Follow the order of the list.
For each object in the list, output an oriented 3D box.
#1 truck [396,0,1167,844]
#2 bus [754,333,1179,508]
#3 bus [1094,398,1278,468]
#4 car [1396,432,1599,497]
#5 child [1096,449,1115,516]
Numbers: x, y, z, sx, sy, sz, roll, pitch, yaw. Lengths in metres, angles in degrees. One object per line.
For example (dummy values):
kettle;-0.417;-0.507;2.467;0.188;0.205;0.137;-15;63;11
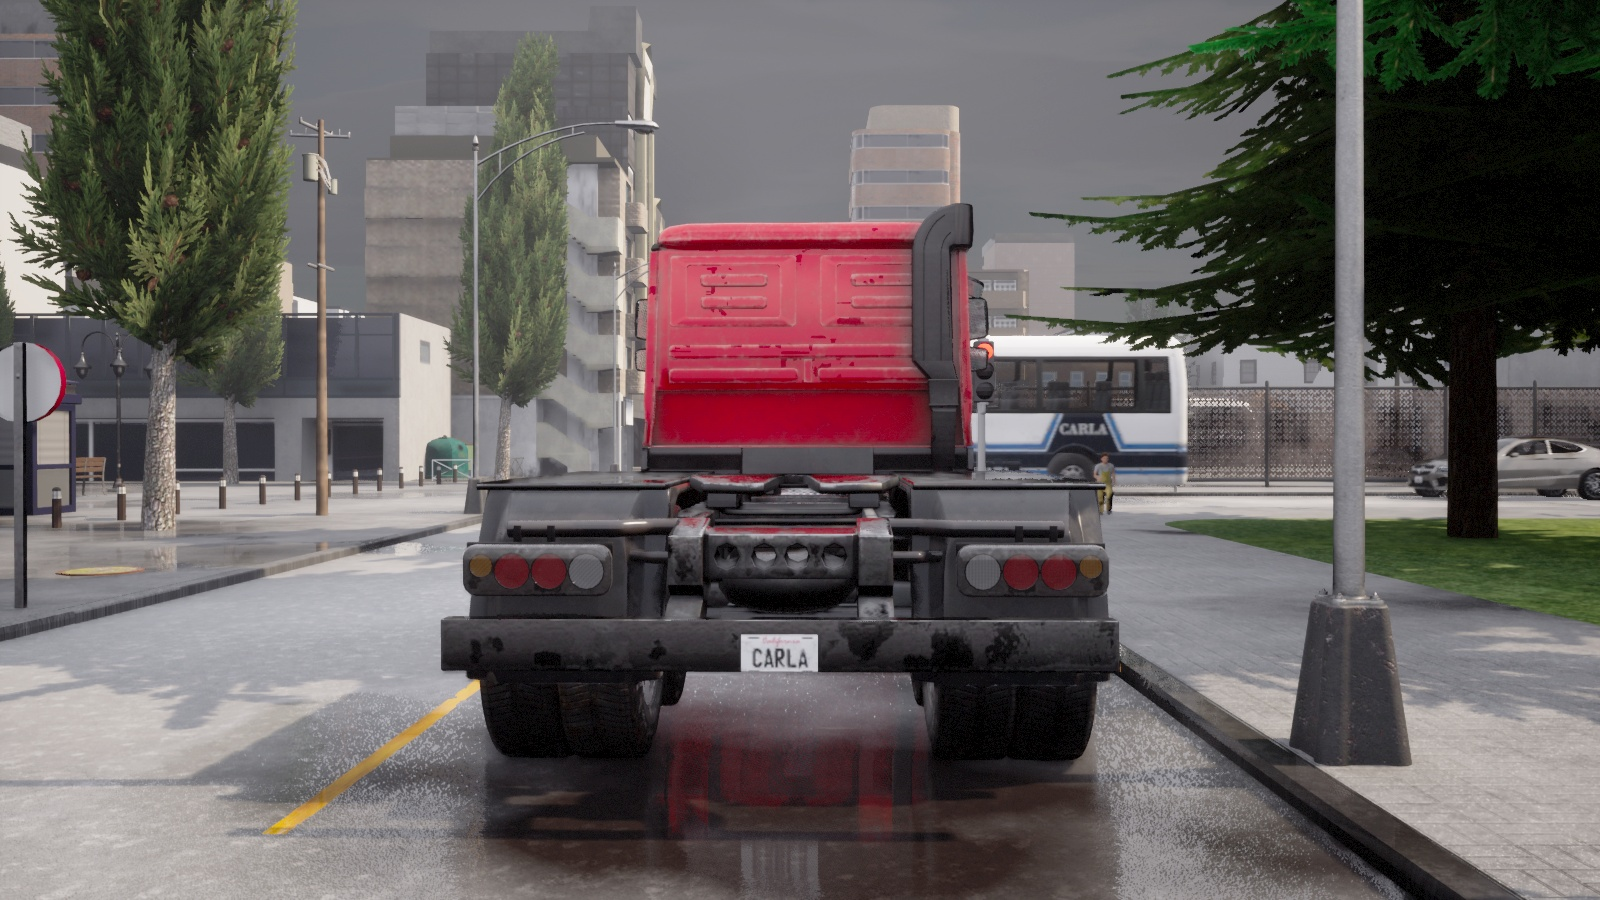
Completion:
truck;0.020;-0.284;8.679;2.891;3.462;7.936;0;0;1
bus;4.028;-0.810;32.491;10.273;4.253;3.944;0;3;0
bus;23.857;-1.052;78.208;10.273;4.253;3.944;0;0;2
car;18.639;0.354;32.901;5.027;1.651;2.152;0;0;0
child;5.772;0.606;23.743;0.270;1.263;0.437;0;0;4
